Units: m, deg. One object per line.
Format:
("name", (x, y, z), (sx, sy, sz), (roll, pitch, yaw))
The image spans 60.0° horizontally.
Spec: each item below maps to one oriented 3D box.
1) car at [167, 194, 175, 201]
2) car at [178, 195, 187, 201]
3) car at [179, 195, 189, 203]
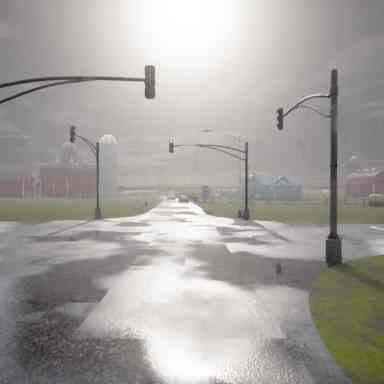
("car", (-4.655, 1.182, 74.000), (1.812, 1.442, 4.674), (0, 0, -3))
("car", (-2.274, 1.464, 79.983), (1.837, 1.490, 4.892), (0, 0, -4))
("car", (-1.670, 1.624, 69.999), (1.895, 1.301, 4.718), (0, 0, -3))
